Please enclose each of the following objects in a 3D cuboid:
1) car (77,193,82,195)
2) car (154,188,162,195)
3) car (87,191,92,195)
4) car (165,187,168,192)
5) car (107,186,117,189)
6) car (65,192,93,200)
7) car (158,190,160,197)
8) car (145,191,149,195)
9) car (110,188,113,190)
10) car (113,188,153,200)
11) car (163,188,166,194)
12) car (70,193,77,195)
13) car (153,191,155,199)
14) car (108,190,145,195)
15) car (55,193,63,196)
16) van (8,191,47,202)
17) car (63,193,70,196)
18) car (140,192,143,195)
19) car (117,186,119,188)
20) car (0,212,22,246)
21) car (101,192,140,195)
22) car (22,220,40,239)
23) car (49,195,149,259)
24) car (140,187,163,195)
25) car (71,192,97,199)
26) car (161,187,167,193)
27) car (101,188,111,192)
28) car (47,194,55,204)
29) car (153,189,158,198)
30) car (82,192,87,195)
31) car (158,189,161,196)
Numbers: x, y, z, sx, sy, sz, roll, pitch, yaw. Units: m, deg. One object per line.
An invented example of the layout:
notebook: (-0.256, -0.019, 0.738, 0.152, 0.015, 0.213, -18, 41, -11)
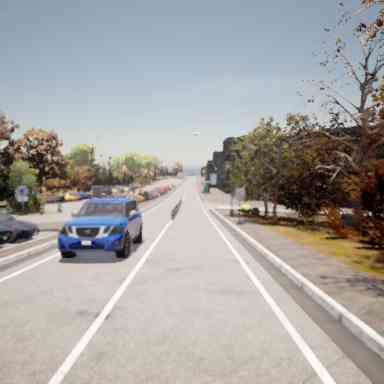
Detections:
car: (-23.341, 0.987, 60.109, 5.366, 1.575, 1.946, 0, 0, 0)
car: (-9.999, 0.491, 76.796, 4.553, 1.767, 2.185, 0, 2, 0)
car: (-23.116, 0.904, 65.554, 5.008, 1.535, 2.097, 0, 1, 0)
car: (-9.857, -0.032, 93.507, 4.674, 1.452, 2.002, 0, 3, 0)
car: (-23.023, 0.060, 85.056, 5.566, 2.045, 2.435, 0, 2, 0)
car: (-23.097, 0.845, 68.343, 5.008, 1.535, 2.097, 0, 1, 0)
car: (-9.975, 0.807, 71.228, 4.792, 1.488, 2.163, 0, 2, 0)
car: (-10.107, 1.040, 54.498, 5.008, 1.535, 2.097, 0, 0, 0)
car: (-23.018, 0.421, 82.279, 5.008, 1.535, 2.097, 0, 2, 0)
car: (-10.122, 0.770, 57.290, 5.566, 2.045, 2.435, 0, 0, 0)
car: (-9.908, 0.309, 85.151, 5.008, 1.535, 2.097, 0, 2, 0)
car: (-23.359, 1.014, 57.314, 5.366, 1.575, 1.946, 0, 0, 0)
car: (-10.029, 0.986, 62.860, 4.792, 1.488, 2.163, 0, 1, 0)
car: (-10.161, 0.923, 51.718, 4.553, 1.767, 2.185, 0, 0, 0)
car: (-23.214, 1.084, 51.609, 4.674, 1.452, 2.002, 0, 0, 0)
van: (-23.119, 0.823, 46.149, 4.442, 1.987, 1.878, 1, 0, 0)
car: (-23.221, 1.065, 54.521, 4.792, 1.488, 2.163, 0, 0, 0)
car: (-10.177, 1.080, 48.933, 4.792, 1.488, 2.163, 0, 0, 0)
car: (-22.990, -0.060, 90.636, 4.553, 1.767, 2.185, 0, 3, 0)
car: (-10.091, 1.607, 13.558, 5.008, 1.535, 2.097, 0, 0, 0)
car: (-10.137, 1.081, 46.148, 4.792, 1.488, 2.163, 0, 0, 0)
car: (-10.041, 1.656, 16.333, 4.792, 1.488, 2.163, 0, 0, 0)
car: (-3.271, 1.251, 13.101, 2.150, 2.045, 5.566, 0, 0, 0)
car: (-9.981, 0.397, 79.575, 4.553, 1.767, 2.185, 0, 2, 0)
car: (-23.078, 0.775, 71.260, 4.892, 1.521, 2.231, 0, 1, 0)
car: (-9.891, 0.190, 87.938, 5.008, 1.535, 2.097, 0, 3, 0)
car: (-22.845, 0.521, 79.490, 5.366, 1.575, 1.946, 0, 2, 0)
car: (-23.231, 1.086, 48.824, 4.674, 1.452, 2.002, 0, 0, 0)
car: (-9.991, 0.720, 68.437, 4.553, 1.767, 2.185, 0, 1, 0)
car: (-23.110, 0.984, 62.764, 4.792, 1.488, 2.163, 0, 1, 0)
car: (-10.015, 0.731, 74.015, 4.792, 1.488, 2.163, 0, 2, 0)
